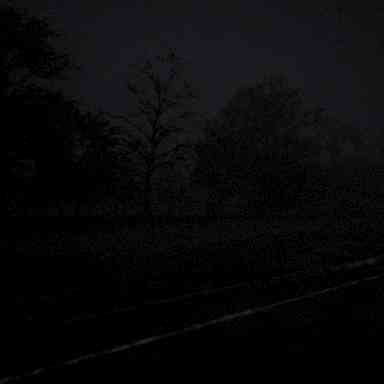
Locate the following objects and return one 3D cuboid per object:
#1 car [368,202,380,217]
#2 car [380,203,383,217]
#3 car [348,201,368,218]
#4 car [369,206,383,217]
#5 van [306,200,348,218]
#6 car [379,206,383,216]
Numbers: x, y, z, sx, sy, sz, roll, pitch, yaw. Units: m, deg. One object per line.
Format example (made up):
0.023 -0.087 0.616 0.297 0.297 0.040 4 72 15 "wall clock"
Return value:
20.458 2.412 42.640 1.946 1.575 5.366 3 -2 -35 "car"
22.607 2.534 44.388 2.231 1.521 4.892 3 -2 -35 "car"
18.088 2.049 41.216 2.435 2.045 5.566 3 -1 -35 "car"
29.272 2.888 49.127 2.097 1.535 5.008 3 -2 -35 "car"
15.680 1.966 39.614 1.878 1.987 4.442 3 -2 -35 "van"
31.630 3.014 50.804 2.097 1.535 5.008 3 -2 -35 "car"
